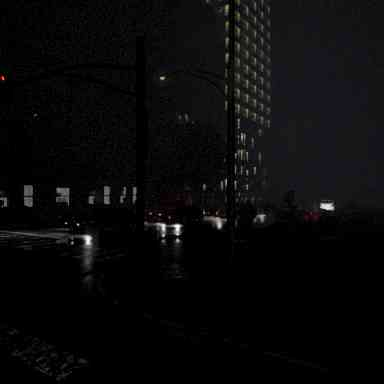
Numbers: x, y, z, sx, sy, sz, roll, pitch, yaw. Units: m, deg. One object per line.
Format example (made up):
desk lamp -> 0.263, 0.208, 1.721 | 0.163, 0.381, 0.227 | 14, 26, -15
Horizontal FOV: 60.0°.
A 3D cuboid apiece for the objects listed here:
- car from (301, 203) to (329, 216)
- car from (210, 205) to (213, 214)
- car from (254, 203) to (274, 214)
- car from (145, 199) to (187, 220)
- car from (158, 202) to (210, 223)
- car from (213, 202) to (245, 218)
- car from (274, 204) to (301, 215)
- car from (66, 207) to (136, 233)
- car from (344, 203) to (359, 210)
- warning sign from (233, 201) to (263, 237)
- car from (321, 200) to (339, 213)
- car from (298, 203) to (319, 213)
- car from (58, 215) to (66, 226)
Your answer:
car -> 16.517, 2.456, 44.499 | 1.895, 1.301, 4.718 | 0, -1, 33
car -> 3.151, 2.278, 42.016 | 1.895, 1.301, 4.718 | 0, -1, 33
car -> 10.331, 2.318, 47.098 | 2.128, 1.511, 4.902 | 0, -1, 33
car -> -2.375, 1.717, 33.462 | 2.150, 2.045, 5.566 | 0, -1, 33
car -> -0.597, 1.972, 30.221 | 1.837, 1.490, 4.892 | 0, -1, 33
car -> 4.806, 1.998, 38.590 | 2.097, 1.767, 4.553 | 0, -1, 33
car -> 13.650, 2.395, 46.053 | 2.033, 1.411, 5.357 | 0, -1, 33
car -> -5.652, 1.805, 22.384 | 1.837, 1.490, 4.892 | 0, -1, 33
car -> 31.493, 2.837, 65.718 | 1.812, 1.442, 4.674 | 0, -1, 33
warning sign -> 3.139, 1.454, 18.545 | 1.300, 1.860, 1.060 | 1, 1, 33
car -> 21.931, 2.254, 52.985 | 2.150, 2.045, 5.566 | 0, -1, 33
car -> 19.181, 2.576, 54.718 | 2.033, 1.411, 5.357 | 0, -1, 33
car -> -7.669, 1.921, 25.250 | 1.895, 1.301, 4.718 | 0, -1, 33
